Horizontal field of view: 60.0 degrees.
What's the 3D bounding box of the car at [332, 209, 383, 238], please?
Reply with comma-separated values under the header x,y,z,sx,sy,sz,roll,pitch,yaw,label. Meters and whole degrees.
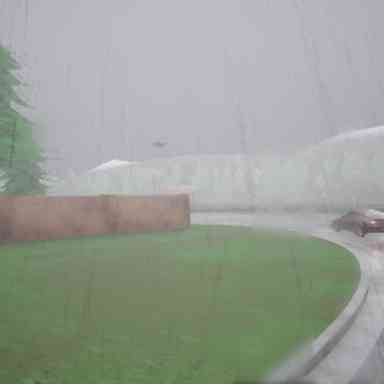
x,y,z,sx,sy,sz,roll,pitch,yaw,label
9.711,1.714,18.918,1.812,1.442,4.674,-1,-1,-1,car
